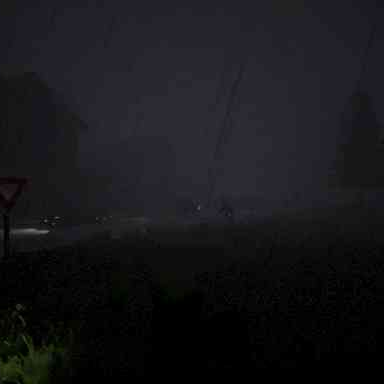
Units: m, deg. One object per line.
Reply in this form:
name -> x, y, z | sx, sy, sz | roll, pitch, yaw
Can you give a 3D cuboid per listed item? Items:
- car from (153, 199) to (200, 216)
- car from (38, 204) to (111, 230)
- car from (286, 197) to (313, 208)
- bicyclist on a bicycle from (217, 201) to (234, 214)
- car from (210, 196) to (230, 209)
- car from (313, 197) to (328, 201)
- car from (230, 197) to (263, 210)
car -> -1.205, 1.350, 28.189 | 1.837, 1.490, 4.892 | 0, 0, 36
car -> -6.979, 1.410, 20.119 | 1.994, 1.385, 4.181 | 0, 0, 36
car -> 13.428, 1.376, 42.375 | 1.812, 1.442, 4.674 | 0, 0, 36
bicyclist on a bicycle -> 2.065, 1.360, 20.520 | 1.656, 1.620, 0.582 | 3, 2, 36
car -> 3.893, 1.300, 40.254 | 1.816, 1.474, 4.193 | 7, 4, 33
car -> 19.115, 1.451, 50.410 | 1.895, 1.301, 4.718 | 0, 0, 36
car -> 6.849, 1.351, 39.417 | 1.837, 1.490, 4.892 | 0, 0, 36
